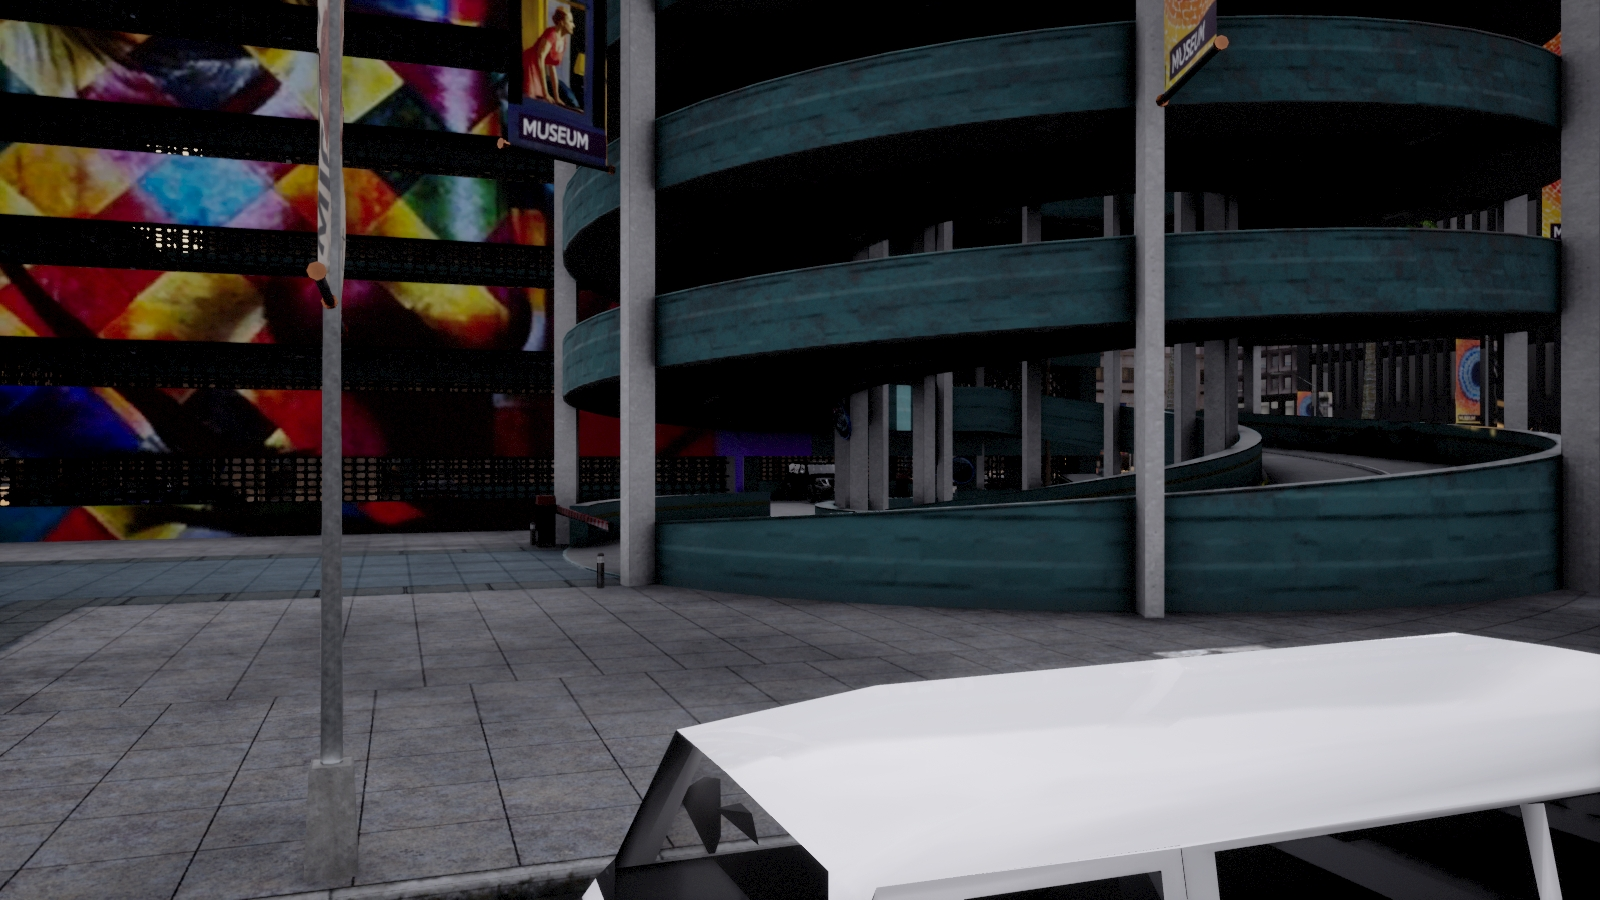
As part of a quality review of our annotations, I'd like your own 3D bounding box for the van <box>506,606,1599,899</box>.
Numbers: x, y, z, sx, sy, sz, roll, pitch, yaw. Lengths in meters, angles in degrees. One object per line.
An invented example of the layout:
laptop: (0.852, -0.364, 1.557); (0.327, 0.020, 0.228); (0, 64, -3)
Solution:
van: (1.425, 1.783, 3.850); (4.480, 2.038, 2.069); (0, 0, -21)
